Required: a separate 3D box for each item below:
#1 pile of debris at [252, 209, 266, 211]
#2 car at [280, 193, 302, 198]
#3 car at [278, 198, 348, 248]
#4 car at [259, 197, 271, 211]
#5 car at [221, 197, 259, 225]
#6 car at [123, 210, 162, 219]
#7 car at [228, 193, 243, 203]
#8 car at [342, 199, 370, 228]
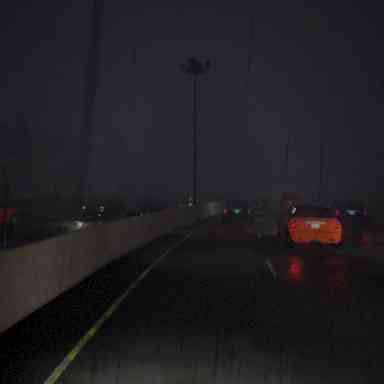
[{"bbox_3d":[7.924,2.081,39.222,1.500,0.140,1.860,0,0,17],"label":"pile of debris"},{"bbox_3d":[10.636,1.152,35.793,2.150,2.045,5.566,0,0,17],"label":"car"},{"bbox_3d":[5.074,1.324,14.883,2.097,1.767,4.553,0,0,9],"label":"car"},{"bbox_3d":[8.240,1.410,39.867,1.837,1.490,4.892,0,1,17],"label":"car"},{"bbox_3d":[3.396,1.290,23.481,2.097,1.767,4.553,0,0,14],"label":"car"},{"bbox_3d":[-3.561,1.446,25.636,2.033,1.411,5.357,0,0,15],"label":"car"},{"bbox_3d":[8.484,1.166,64.555,2.097,1.767,4.553,0,0,18],"label":"car"},{"bbox_3d":[10.329,1.323,22.447,2.097,1.767,4.553,0,0,14],"label":"car"}]
